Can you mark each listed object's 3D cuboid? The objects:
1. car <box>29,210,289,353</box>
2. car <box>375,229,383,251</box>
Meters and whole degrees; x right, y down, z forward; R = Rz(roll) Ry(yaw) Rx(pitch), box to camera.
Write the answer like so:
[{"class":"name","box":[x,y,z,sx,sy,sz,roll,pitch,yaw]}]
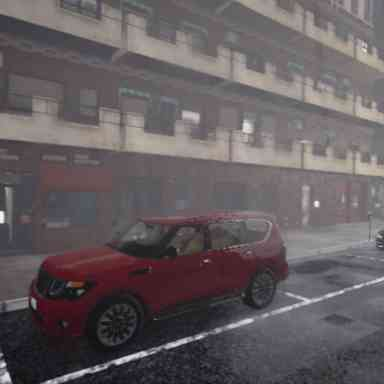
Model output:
[{"class":"car","box":[-0.269,1.318,6.347,5.009,1.841,2.192,0,1,-36]},{"class":"car","box":[8.756,1.562,12.798,4.403,1.369,2.008,0,1,-36]}]
